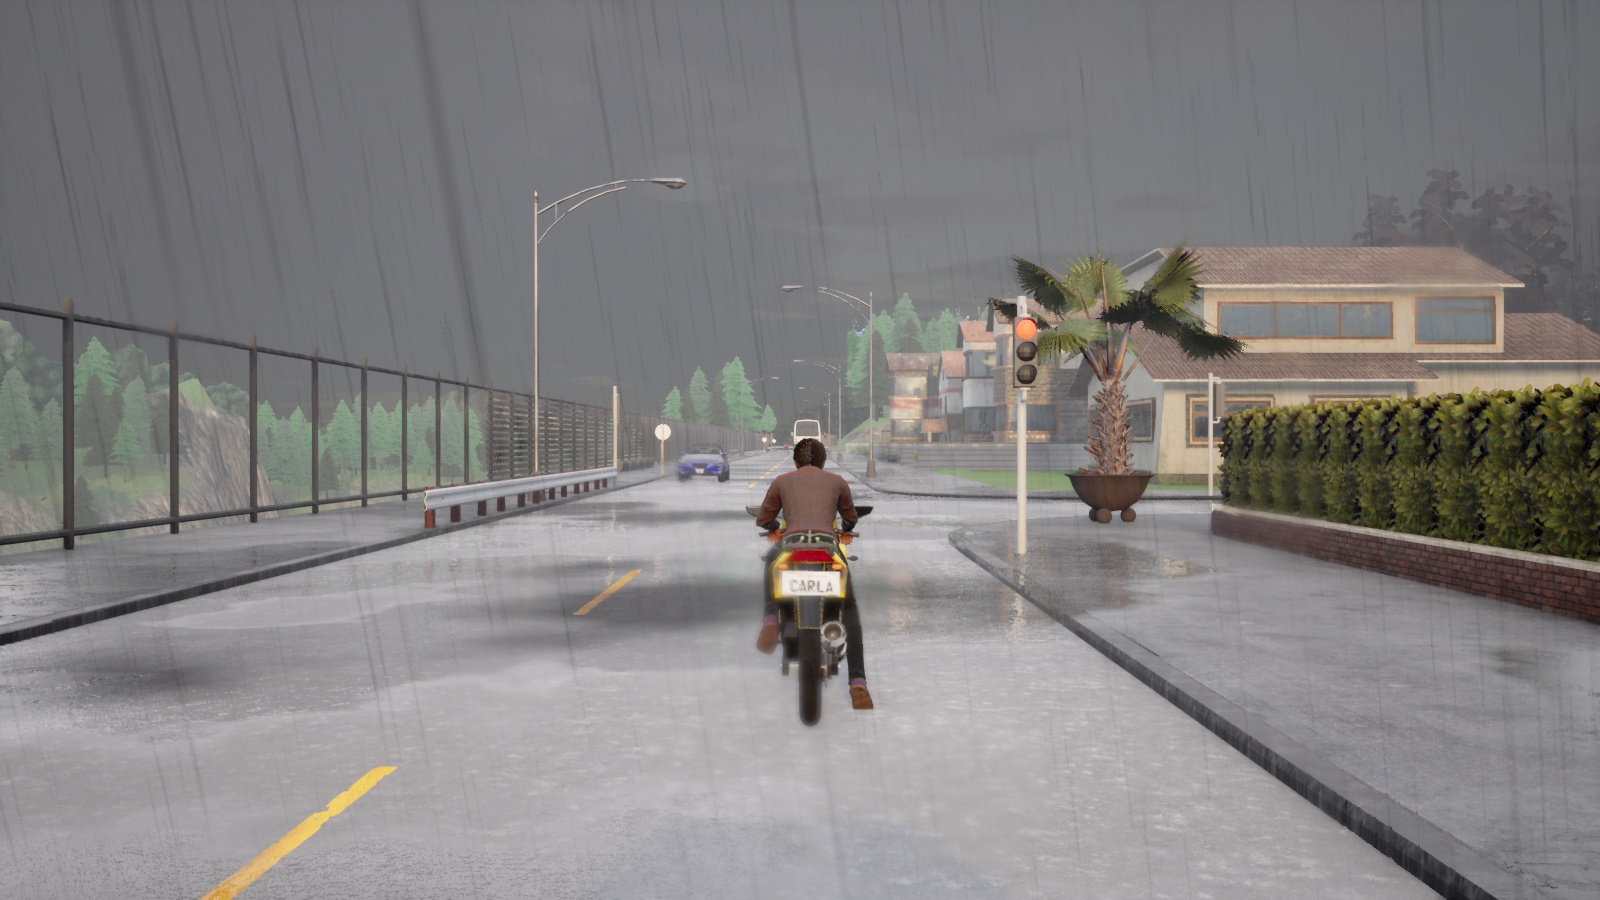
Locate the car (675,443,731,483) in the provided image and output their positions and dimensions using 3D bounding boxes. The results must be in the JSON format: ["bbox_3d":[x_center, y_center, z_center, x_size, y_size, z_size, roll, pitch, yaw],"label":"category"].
[{"bbox_3d":[-3.712,0.482,48.729,1.816,1.474,4.193,0,0,0],"label":"car"}]

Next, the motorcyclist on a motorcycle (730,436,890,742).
[{"bbox_3d":[0.056,0.688,7.269,0.797,1.523,2.044,0,0,0],"label":"motorcyclist on a motorcycle"}]
